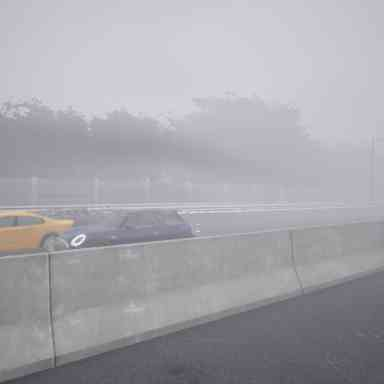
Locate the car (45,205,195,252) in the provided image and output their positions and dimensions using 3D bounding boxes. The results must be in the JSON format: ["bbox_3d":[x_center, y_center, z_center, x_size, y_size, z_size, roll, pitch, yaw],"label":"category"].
[{"bbox_3d":[-2.141,1.354,11.109,4.553,1.767,2.097,0,0,-36],"label":"car"}]

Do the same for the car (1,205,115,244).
[{"bbox_3d":[-6.560,1.493,16.550,4.902,1.511,2.128,0,0,-36],"label":"car"}]

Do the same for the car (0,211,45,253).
[{"bbox_3d":[-6.812,1.477,12.050,5.008,1.535,1.882,0,0,-36],"label":"car"}]
